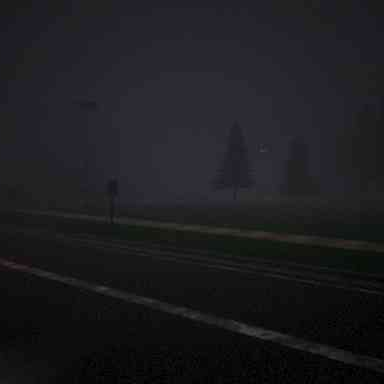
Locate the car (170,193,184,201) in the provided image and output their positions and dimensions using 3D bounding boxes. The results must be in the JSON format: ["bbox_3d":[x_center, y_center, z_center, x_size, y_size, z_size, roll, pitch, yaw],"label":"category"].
[{"bbox_3d":[-1.871,1.112,67.561,1.812,1.442,4.674,1,1,35],"label":"car"}]

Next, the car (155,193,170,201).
[{"bbox_3d":[-4.895,1.051,69.333,1.837,1.490,4.892,1,0,35],"label":"car"}]

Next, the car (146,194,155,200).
[{"bbox_3d":[-7.783,1.111,71.312,1.895,1.301,4.718,1,0,35],"label":"car"}]

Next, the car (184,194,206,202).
[{"bbox_3d":[1.284,1.176,65.977,2.033,1.411,5.357,1,0,35],"label":"car"}]
